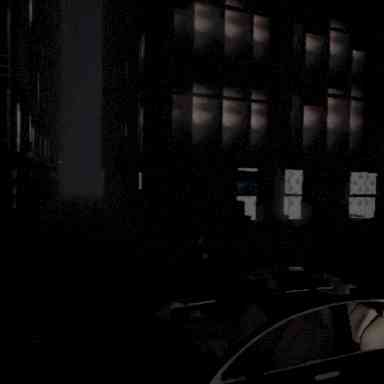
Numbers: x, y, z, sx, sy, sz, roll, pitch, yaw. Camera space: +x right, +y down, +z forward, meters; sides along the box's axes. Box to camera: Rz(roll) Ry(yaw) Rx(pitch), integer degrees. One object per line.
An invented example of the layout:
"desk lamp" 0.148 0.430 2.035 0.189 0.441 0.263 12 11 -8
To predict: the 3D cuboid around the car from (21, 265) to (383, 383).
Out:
"car" 0.757 1.468 3.130 4.403 1.369 2.008 1 1 -18
